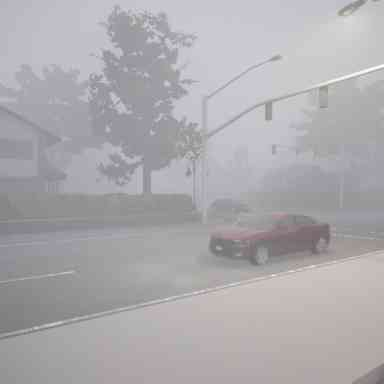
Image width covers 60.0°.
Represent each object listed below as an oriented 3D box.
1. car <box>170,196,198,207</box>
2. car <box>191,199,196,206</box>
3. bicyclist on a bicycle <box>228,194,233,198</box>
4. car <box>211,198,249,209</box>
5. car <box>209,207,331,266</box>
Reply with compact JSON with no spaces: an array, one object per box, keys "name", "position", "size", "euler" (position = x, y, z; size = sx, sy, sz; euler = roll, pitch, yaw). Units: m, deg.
[{"name":"car","position":[-1.309,1.401,49.330],"size":[1.812,1.442,4.674],"euler":[0,0,-36]},{"name":"car","position":[-1.823,1.241,43.779],"size":[2.097,1.767,4.553],"euler":[0,0,-36]},{"name":"bicyclist on a bicycle","position":[5.860,1.176,51.028],"size":[1.656,1.620,0.582],"euler":[0,0,-36]},{"name":"car","position":[4.081,1.416,35.739],"size":[1.837,1.490,4.892],"euler":[0,0,-36]},{"name":"car","position":[2.840,1.449,11.673],"size":[5.008,1.535,1.882],"euler":[0,0,-36]}]
